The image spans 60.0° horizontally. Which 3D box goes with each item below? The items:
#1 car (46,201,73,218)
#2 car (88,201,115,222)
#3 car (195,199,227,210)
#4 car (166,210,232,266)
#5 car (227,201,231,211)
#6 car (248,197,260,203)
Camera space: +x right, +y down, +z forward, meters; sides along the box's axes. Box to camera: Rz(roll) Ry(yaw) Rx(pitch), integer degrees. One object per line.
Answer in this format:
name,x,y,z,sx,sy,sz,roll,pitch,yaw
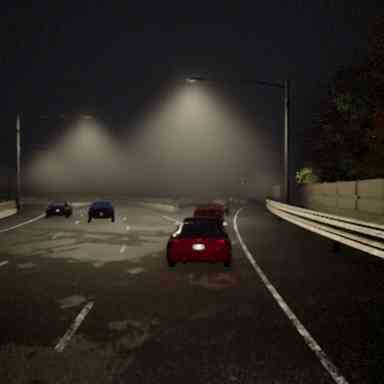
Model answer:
car,-11.585,1.493,29.231,1.994,1.385,4.181,0,0,-16
car,-7.038,1.402,25.988,1.882,1.535,5.008,0,0,-14
car,1.208,1.392,22.355,1.882,1.535,5.008,0,0,6
car,0.295,1.520,11.413,1.994,1.385,4.181,0,0,3
car,2.856,1.417,33.138,2.033,1.411,5.357,0,0,10
car,14.267,1.962,77.890,1.882,1.535,5.008,0,-3,16
